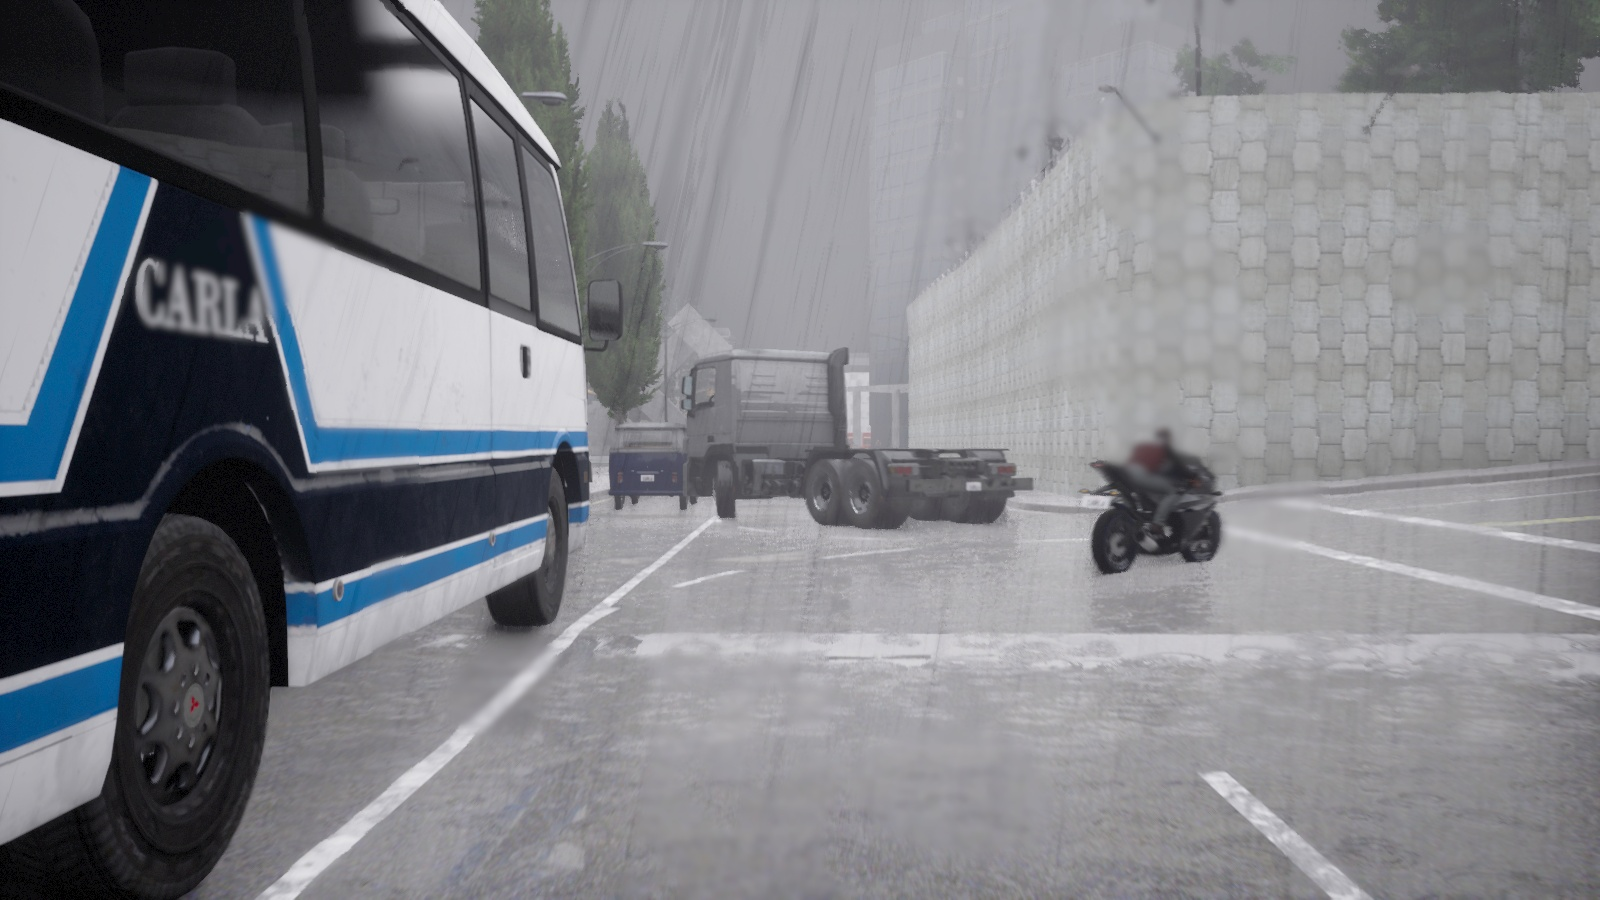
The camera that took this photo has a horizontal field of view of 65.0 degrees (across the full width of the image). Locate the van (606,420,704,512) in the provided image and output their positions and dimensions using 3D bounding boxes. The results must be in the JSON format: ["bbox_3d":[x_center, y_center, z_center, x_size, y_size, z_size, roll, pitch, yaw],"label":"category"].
[{"bbox_3d":[-3.317,0.330,29.464,1.775,1.987,4.442,0,0,0],"label":"van"}]

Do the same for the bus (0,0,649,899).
[{"bbox_3d":[-3.444,-0.685,6.737,3.944,4.253,10.273,0,1,0],"label":"bus"}]

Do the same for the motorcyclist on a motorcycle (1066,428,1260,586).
[{"bbox_3d":[3.871,0.539,13.297,2.191,1.530,0.866,-1,2,-39],"label":"motorcyclist on a motorcycle"}]

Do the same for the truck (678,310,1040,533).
[{"bbox_3d":[0.722,-0.400,23.647,2.891,3.462,7.936,0,-1,-31],"label":"truck"}]
